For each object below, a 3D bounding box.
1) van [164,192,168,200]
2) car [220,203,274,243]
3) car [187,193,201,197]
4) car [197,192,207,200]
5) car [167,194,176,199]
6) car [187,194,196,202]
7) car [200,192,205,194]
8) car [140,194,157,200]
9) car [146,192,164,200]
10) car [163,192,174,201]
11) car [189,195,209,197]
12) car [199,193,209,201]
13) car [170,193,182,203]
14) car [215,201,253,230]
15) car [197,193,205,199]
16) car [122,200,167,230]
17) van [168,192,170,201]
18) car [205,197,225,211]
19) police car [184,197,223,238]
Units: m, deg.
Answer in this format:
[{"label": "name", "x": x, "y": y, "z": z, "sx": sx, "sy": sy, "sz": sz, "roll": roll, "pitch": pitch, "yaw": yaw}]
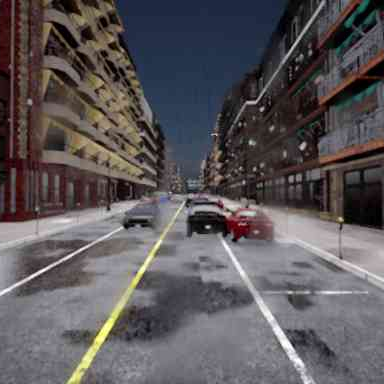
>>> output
[{"label": "van", "x": -5.365, "y": 1.044, "z": 54.228, "sx": 1.690, "sy": 1.788, "sz": 3.998, "roll": 2, "pitch": 0, "yaw": 0}, {"label": "car", "x": 2.563, "y": 1.444, "z": 15.464, "sx": 1.887, "sy": 1.381, "sz": 4.507, "roll": 1, "pitch": 0, "yaw": 0}, {"label": "car", "x": -0.073, "y": 1.255, "z": 52.844, "sx": 2.033, "sy": 1.411, "sz": 5.357, "roll": 0, "pitch": 0, "yaw": 0}, {"label": "car", "x": 2.442, "y": 0.925, "z": 81.832, "sx": 2.192, "sy": 1.841, "sz": 5.009, "roll": 1, "pitch": 0, "yaw": 0}, {"label": "car", "x": -5.418, "y": 1.161, "z": 87.413, "sx": 1.947, "sy": 1.339, "sz": 4.313, "roll": 1, "pitch": 0, "yaw": 0}, {"label": "car", "x": -0.093, "y": 1.176, "z": 67.849, "sx": 1.812, "sy": 1.442, "sz": 4.674, "roll": 0, "pitch": 0, "yaw": 0}, {"label": "car", "x": 2.502, "y": 1.226, "z": 59.710, "sx": 1.887, "sy": 1.381, "sz": 4.507, "roll": 1, "pitch": 0, "yaw": 0}, {"label": "car", "x": -5.347, "y": 1.306, "z": 37.469, "sx": 1.752, "sy": 1.417, "sz": 4.829, "roll": 2, "pitch": 0, "yaw": 0}, {"label": "car", "x": -5.349, "y": 1.067, "z": 43.169, "sx": 2.192, "sy": 1.841, "sz": 5.009, "roll": 2, "pitch": 0, "yaw": 0}, {"label": "car", "x": -5.396, "y": 0.941, "z": 76.350, "sx": 2.192, "sy": 1.841, "sz": 5.009, "roll": 1, "pitch": 0, "yaw": 0}, {"label": "car", "x": 0.779, "y": 1.328, "z": 33.134, "sx": 1.812, "sy": 1.442, "sz": 4.674, "roll": 0, "pitch": 0, "yaw": 0}, {"label": "car", "x": 2.496, "y": 1.083, "z": 70.771, "sx": 1.967, "sy": 1.590, "sz": 4.097, "roll": 1, "pitch": 0, "yaw": 0}, {"label": "car", "x": -2.868, "y": 1.277, "z": 60.967, "sx": 1.895, "sy": 1.301, "sz": 4.718, "roll": 0, "pitch": 0, "yaw": 1}, {"label": "car", "x": 2.556, "y": 1.391, "z": 21.166, "sx": 1.752, "sy": 1.417, "sz": 4.829, "roll": 1, "pitch": 0, "yaw": 0}, {"label": "car", "x": 2.423, "y": 1.023, "z": 92.896, "sx": 1.967, "sy": 1.590, "sz": 4.097, "roll": 1, "pitch": 0, "yaw": 0}, {"label": "car", "x": -2.876, "y": 1.418, "z": 20.339, "sx": 2.033, "sy": 1.411, "sz": 5.357, "roll": 0, "pitch": 0, "yaw": 0}, {"label": "van", "x": -5.374, "y": 1.023, "z": 59.760, "sx": 1.690, "sy": 1.788, "sz": 3.998, "roll": 1, "pitch": 0, "yaw": 0}, {"label": "car", "x": 2.532, "y": 1.324, "z": 37.586, "sx": 1.887, "sy": 1.381, "sz": 4.507, "roll": 1, "pitch": 0, "yaw": 0}, {"label": "police car", "x": 0.648, "y": 1.314, "z": 17.219, "sx": 1.930, "sy": 1.638, "sz": 5.238, "roll": 0, "pitch": 0, "yaw": -1}]
